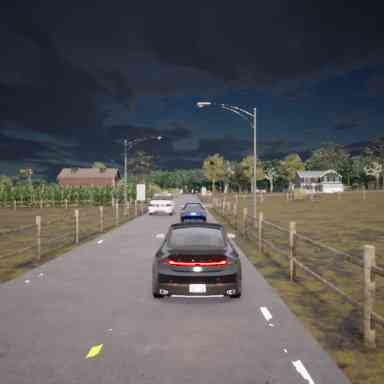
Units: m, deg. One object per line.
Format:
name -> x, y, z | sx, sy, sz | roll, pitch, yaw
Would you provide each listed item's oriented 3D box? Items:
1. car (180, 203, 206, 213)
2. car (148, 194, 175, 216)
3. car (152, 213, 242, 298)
car -> 0.105, 1.538, 26.150 | 1.994, 1.385, 4.181 | 0, 0, 0
car -> -2.818, 1.183, 31.974 | 2.150, 2.045, 5.566 | 0, 0, 0
car -> 0.101, 1.505, 8.489 | 1.837, 1.490, 4.892 | 0, 0, 0
